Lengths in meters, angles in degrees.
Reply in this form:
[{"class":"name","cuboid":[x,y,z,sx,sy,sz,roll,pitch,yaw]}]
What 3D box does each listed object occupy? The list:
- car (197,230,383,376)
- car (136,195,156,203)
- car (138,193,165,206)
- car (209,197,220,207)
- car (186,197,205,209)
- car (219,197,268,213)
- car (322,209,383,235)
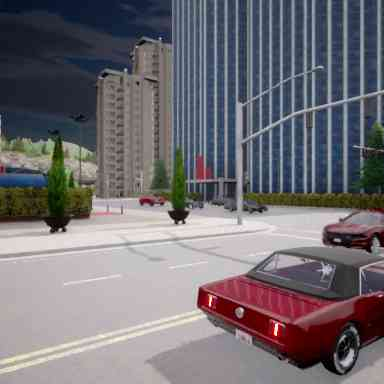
[{"class":"car","cuboid":[2.492,1.601,5.585,4.718,1.301,1.895,0,0,-35]},{"class":"car","cuboid":[-9.700,1.508,70.227,2.128,1.511,4.902,0,0,-36]},{"class":"car","cuboid":[-6.563,1.224,53.765,2.150,2.045,5.566,0,0,-36]},{"class":"car","cuboid":[4.631,1.495,50.554,2.128,1.511,4.902,0,0,-36]},{"class":"car","cuboid":[-0.296,1.508,45.105,1.837,1.490,4.892,0,0,-36]},{"class":"car","cuboid":[5.808,1.550,36.698,2.033,1.411,5.357,0,0,-36]},{"class":"car","cuboid":[7.320,1.479,13.549,5.008,1.535,1.882,0,0,-36]}]
